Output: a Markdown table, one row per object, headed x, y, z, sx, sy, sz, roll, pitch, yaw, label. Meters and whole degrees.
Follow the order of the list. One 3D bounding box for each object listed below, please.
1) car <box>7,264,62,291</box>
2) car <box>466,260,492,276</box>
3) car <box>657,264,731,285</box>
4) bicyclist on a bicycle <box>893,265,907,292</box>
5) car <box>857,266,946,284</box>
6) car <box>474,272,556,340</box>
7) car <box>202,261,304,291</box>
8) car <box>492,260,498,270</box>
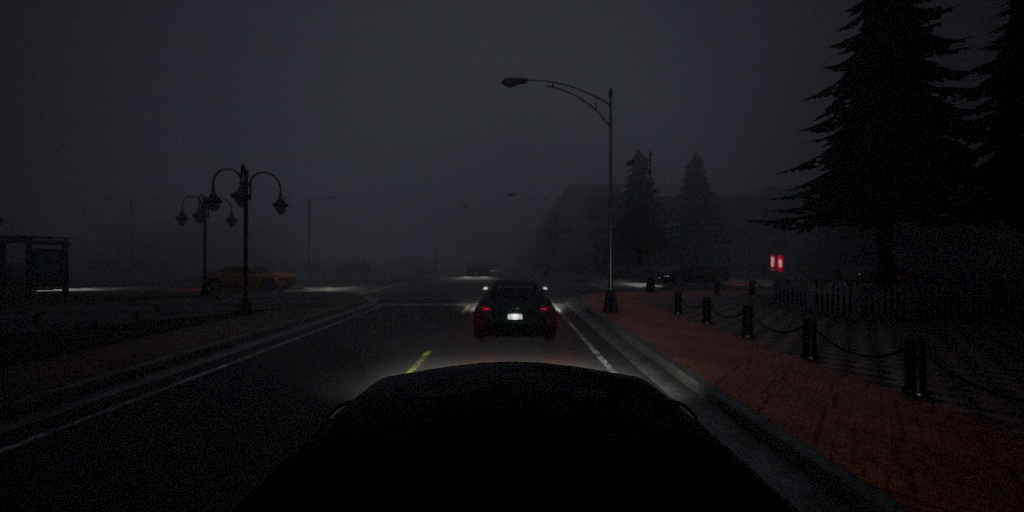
| x | y | z | sx | sy | sz | roll | pitch | yaw | label |
| --- | --- | --- | --- | --- | --- | --- | --- | --- | --- |
| -29.828 | 1.365 | 21.608 | 4.181 | 1.385 | 1.994 | 0 | 0 | -1 | car |
| -3.605 | 1.166 | 37.868 | 2.097 | 1.767 | 4.553 | 0 | 0 | 0 | car |
| 12.980 | 1.310 | 25.737 | 4.892 | 1.490 | 1.837 | -1 | 0 | -1 | car |
| 19.469 | 1.095 | 18.332 | 0.582 | 1.620 | 1.656 | 0 | 0 | -1 | bicyclist on a bicycle |
| 27.935 | 1.408 | 25.884 | 4.718 | 1.301 | 1.895 | 0 | 0 | 0 | car |
| 0.094 | 1.328 | 10.004 | 1.994 | 1.385 | 4.181 | 0 | 0 | 1 | car |
| -15.806 | 1.278 | 21.748 | 5.008 | 1.535 | 1.882 | 0 | 0 | -1 | car |
| -3.610 | 1.389 | 53.911 | 2.033 | 1.411 | 5.357 | 0 | 0 | 0 | car |
